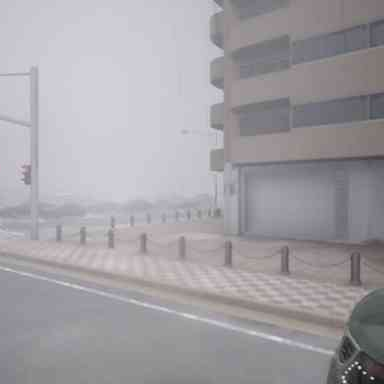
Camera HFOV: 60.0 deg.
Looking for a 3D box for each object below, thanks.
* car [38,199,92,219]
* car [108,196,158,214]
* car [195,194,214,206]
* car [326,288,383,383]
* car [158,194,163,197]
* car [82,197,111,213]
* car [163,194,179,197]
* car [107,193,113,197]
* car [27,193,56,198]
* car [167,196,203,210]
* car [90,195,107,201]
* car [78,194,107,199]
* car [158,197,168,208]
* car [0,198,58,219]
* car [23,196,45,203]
[{"bbox_3d":[-11.645,1.660,30.220,1.994,1.385,4.181,0,0,35],"label":"car"},{"bbox_3d":[-6.548,1.587,37.479,2.128,1.511,4.902,0,0,35],"label":"car"},{"bbox_3d":[1.617,1.320,55.117,2.150,2.045,5.566,0,0,33],"label":"car"},{"bbox_3d":[3.565,1.220,1.452,5.566,2.045,2.150,0,0,35],"label":"car"},{"bbox_3d":[-5.927,1.280,73.775,1.905,1.878,3.866,0,0,35],"label":"car"},{"bbox_3d":[-10.287,1.665,38.243,1.994,1.385,4.181,0,0,35],"label":"car"},{"bbox_3d":[-3.596,1.273,72.060,1.932,1.855,4.605,0,0,35],"label":"car"},{"bbox_3d":[-21.971,1.312,85.075,1.905,1.878,3.866,0,0,35],"label":"car"},{"bbox_3d":[-32.070,1.311,70.758,1.932,1.855,4.605,0,0,35],"label":"car"},{"bbox_3d":[-0.862,1.619,45.553,1.812,1.442,4.674,0,0,35],"label":"car"},{"bbox_3d":[-24.328,1.556,86.756,1.970,1.475,3.806,0,0,35],"label":"car"},{"bbox_3d":[-18.221,1.526,61.076,1.970,1.475,3.806,0,0,35],"label":"car"},{"bbox_3d":[-4.540,1.700,46.419,1.895,1.301,4.718,0,0,35],"label":"car"},{"bbox_3d":[-15.381,1.593,30.989,2.128,1.511,4.902,0,0,35],"label":"car"},{"bbox_3d":[-34.397,1.526,72.483,1.784,1.438,3.905,0,0,35],"label":"car"}]
